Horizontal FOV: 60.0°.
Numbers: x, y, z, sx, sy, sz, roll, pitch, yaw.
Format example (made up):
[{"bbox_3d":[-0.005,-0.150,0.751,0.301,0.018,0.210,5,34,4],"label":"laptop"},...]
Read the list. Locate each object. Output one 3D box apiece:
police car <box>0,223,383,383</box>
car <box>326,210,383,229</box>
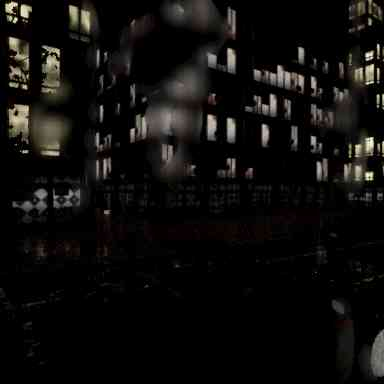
[{"bbox_3d":[0.480,1.425,3.777,5.238,1.638,1.930,0,0,-36],"label":"police car"},{"bbox_3d":[8.140,1.563,16.226,4.313,1.339,1.947,0,0,-36],"label":"car"}]
